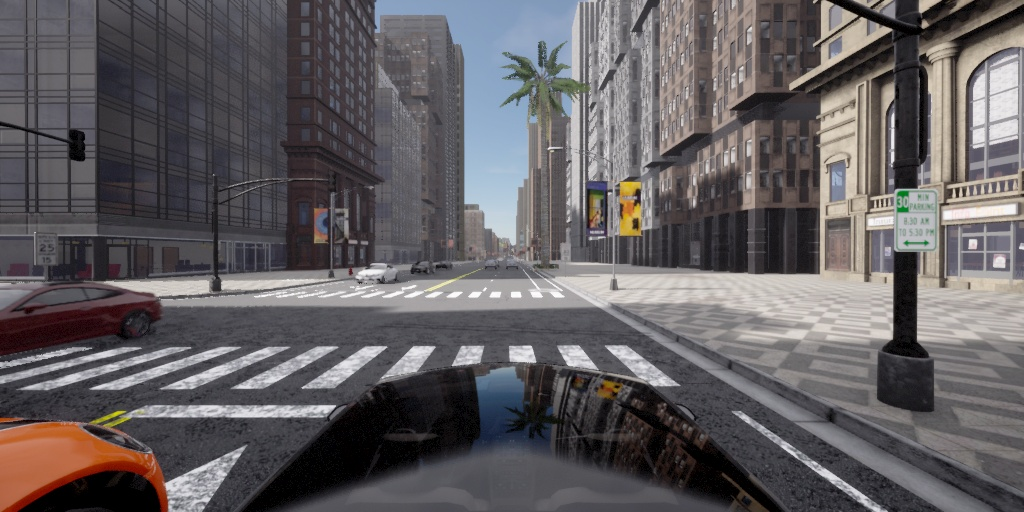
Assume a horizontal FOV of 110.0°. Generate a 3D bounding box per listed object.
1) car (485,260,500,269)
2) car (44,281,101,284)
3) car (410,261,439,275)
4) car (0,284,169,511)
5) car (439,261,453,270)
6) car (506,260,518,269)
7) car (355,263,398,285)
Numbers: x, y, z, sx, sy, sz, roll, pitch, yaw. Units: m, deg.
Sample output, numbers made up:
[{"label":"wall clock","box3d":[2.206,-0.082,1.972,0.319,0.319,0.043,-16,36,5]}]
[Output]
[{"label":"car","box3d":[-3.236,1.334,55.749,2.033,1.411,5.357,0,0,0]},{"label":"car","box3d":[-9.849,1.276,7.283,1.812,1.442,4.674,0,0,0]},{"label":"car","box3d":[-9.839,1.268,39.800,1.837,1.490,4.892,0,0,0]},{"label":"car","box3d":[-3.150,1.102,0.269,2.097,1.767,4.553,0,0,0]},{"label":"car","box3d":[-9.806,1.380,51.905,1.895,1.301,4.718,0,0,0]},{"label":"car","box3d":[0.014,1.334,55.747,2.033,1.411,5.357,0,0,0]},{"label":"car","box3d":[-9.845,1.281,26.586,1.812,1.442,4.674,0,0,0]}]
